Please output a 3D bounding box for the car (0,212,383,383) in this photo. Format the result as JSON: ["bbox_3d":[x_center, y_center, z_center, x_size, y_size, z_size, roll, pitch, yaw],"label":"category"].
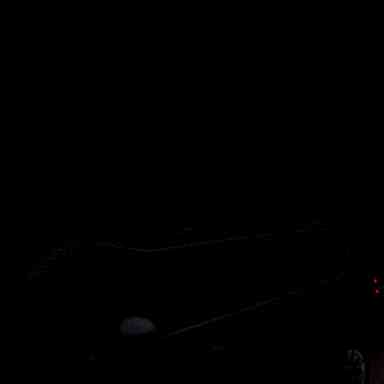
[{"bbox_3d":[-0.322,1.263,3.163,5.566,2.045,2.150,1,-1,-37],"label":"car"}]
